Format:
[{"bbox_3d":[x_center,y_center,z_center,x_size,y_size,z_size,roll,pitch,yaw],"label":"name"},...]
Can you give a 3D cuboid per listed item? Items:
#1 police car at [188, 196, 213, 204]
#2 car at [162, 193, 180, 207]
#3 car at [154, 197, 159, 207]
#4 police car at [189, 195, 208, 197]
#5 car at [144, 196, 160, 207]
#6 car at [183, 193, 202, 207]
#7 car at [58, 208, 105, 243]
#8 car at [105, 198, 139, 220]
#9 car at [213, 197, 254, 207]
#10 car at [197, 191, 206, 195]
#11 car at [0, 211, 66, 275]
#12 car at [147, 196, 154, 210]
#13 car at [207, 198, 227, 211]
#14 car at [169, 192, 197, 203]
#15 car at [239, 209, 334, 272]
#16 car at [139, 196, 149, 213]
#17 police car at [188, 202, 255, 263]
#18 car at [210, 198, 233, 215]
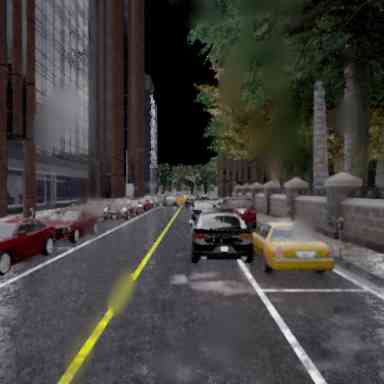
[{"bbox_3d":[0.894,1.319,21.890,1.930,1.638,5.238,0,0,0],"label":"police car"},{"bbox_3d":[-3.013,1.304,46.926,1.812,1.442,4.674,0,0,1],"label":"car"},{"bbox_3d":[-5.739,1.237,42.974,1.967,1.590,4.097,0,0,0],"label":"car"},{"bbox_3d":[0.916,1.291,27.890,1.930,1.638,5.238,0,0,0],"label":"police car"},{"bbox_3d":[-5.736,1.299,48.261,1.752,1.417,4.829,0,0,0],"label":"car"},{"bbox_3d":[0.026,1.285,46.633,1.837,1.490,4.892,0,0,0],"label":"car"},{"bbox_3d":[-5.754,1.467,15.690,1.887,1.381,4.507,0,0,0],"label":"car"},{"bbox_3d":[-5.748,1.312,26.603,1.967,1.590,4.097,0,0,0],"label":"car"},{"bbox_3d":[2.774,1.212,21.144,2.192,1.841,5.009,0,0,0],"label":"car"},{"bbox_3d":[2.807,1.075,80.396,1.967,1.590,4.097,0,0,0],"label":"car"},{"bbox_3d":[-5.756,1.493,10.233,1.887,1.381,4.507,0,0,0],"label":"car"},{"bbox_3d":[-5.742,1.366,37.518,1.887,1.381,4.507,0,0,0],"label":"car"},{"bbox_3d":[2.783,1.387,37.515,1.947,1.339,4.313,0,0,0],"label":"car"},{"bbox_3d":[-1.550,1.207,57.732,1.882,1.535,5.008,1,0,-38],"label":"car"},{"bbox_3d":[2.769,1.473,10.402,1.752,1.417,4.829,0,0,0],"label":"car"},{"bbox_3d":[-5.745,1.397,32.061,2.008,1.369,4.403,0,0,0],"label":"car"},{"bbox_3d":[0.907,1.366,11.890,1.930,1.638,5.238,0,0,0],"label":"police car"},{"bbox_3d":[2.781,1.371,32.228,1.752,1.417,4.829,0,0,0],"label":"car"}]
